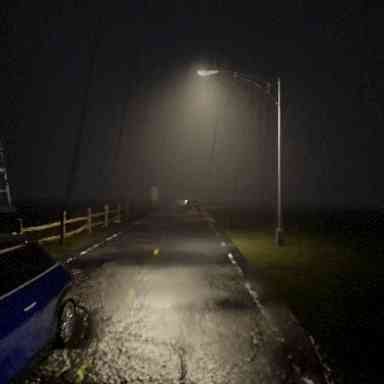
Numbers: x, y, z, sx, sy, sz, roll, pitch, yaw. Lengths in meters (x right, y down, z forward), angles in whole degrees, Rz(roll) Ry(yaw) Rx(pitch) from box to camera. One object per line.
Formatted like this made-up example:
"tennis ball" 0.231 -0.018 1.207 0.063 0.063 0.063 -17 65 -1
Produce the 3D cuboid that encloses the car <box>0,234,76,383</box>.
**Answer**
"car" -2.841 1.367 3.256 2.097 1.767 4.553 0 0 0

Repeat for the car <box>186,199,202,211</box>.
"car" 0.246 1.695 44.752 1.837 1.490 4.892 0 0 4
